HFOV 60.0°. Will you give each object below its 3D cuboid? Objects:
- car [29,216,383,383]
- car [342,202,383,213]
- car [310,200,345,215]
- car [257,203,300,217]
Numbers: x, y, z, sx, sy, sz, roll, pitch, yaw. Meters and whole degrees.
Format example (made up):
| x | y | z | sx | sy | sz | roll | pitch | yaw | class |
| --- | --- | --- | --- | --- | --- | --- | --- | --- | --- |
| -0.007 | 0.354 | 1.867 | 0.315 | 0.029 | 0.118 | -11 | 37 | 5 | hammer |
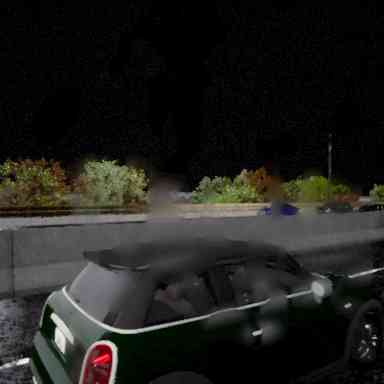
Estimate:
| x | y | z | sx | sy | sz | roll | pitch | yaw | class |
| --- | --- | --- | --- | --- | --- | --- | --- | --- | --- |
| 0.532 | 1.379 | 4.260 | 4.553 | 1.767 | 2.097 | 1 | 0 | -36 | car |
| 14.791 | 1.784 | 27.327 | 4.892 | 1.490 | 1.837 | 1 | 0 | -35 | car |
| 12.763 | 1.631 | 30.179 | 4.553 | 1.767 | 2.097 | 1 | 0 | -35 | car |
| 8.160 | 1.772 | 31.236 | 4.674 | 1.442 | 1.812 | 1 | 0 | -35 | car |
